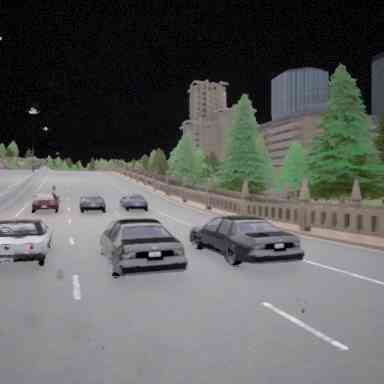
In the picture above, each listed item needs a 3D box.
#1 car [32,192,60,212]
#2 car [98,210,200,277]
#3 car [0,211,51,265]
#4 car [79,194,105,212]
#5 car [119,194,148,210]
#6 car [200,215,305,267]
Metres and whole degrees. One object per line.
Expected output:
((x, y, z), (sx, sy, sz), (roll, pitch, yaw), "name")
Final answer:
((-11.871, 0.758, 27.131), (1.812, 1.442, 4.674), (0, 4, -21), "car")
((-1.755, 1.521, 10.300), (2.033, 1.411, 5.357), (0, 0, -20), "car")
((-5.823, 1.561, 11.202), (1.895, 1.301, 4.718), (0, 1, -20), "car")
((-8.449, 0.828, 27.969), (1.994, 1.385, 4.181), (0, 4, -21), "car")
((-5.213, 0.818, 29.311), (1.994, 1.385, 4.181), (0, 4, -21), "car")
((1.531, 1.520, 11.505), (2.033, 1.411, 5.357), (0, 0, -20), "car")
